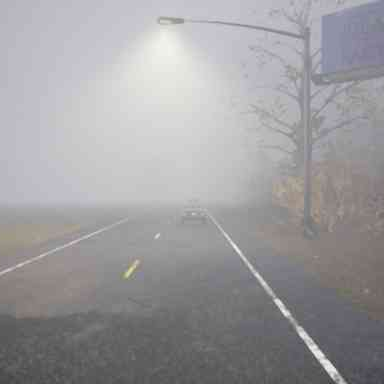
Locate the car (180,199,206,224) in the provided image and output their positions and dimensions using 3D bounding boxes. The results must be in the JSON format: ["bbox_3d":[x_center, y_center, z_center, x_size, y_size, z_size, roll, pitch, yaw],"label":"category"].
[{"bbox_3d":[0.102,1.519,24.786,2.033,1.411,5.357,0,0,0],"label":"car"}]
